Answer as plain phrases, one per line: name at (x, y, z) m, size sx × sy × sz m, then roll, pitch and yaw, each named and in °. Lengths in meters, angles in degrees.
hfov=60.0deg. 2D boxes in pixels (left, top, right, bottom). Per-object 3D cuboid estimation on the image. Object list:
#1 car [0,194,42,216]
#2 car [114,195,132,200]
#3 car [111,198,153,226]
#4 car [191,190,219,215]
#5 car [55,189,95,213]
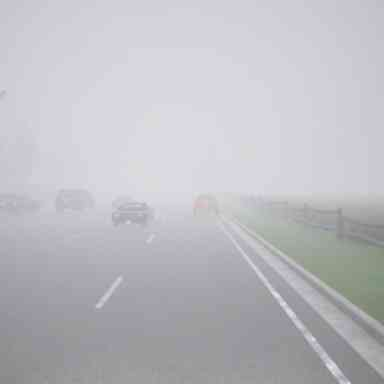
car at (-13.996, 0.935, 26.862) m, size 2.097 × 1.767 × 4.553 m, roll 0°, pitch 1°, yaw 0°
car at (-7.036, 1.027, 34.647) m, size 1.994 × 1.385 × 4.181 m, roll 0°, pitch 1°, yaw 0°
car at (-3.465, 1.286, 20.289) m, size 1.895 × 1.301 × 4.718 m, roll 0°, pitch 1°, yaw 0°
car at (1.120, 0.915, 28.113) m, size 2.097 × 1.767 × 4.553 m, roll 0°, pitch 1°, yaw 0°
car at (-10.515, 0.754, 30.254) m, size 2.150 × 2.045 × 5.566 m, roll 0°, pitch 1°, yaw 0°
